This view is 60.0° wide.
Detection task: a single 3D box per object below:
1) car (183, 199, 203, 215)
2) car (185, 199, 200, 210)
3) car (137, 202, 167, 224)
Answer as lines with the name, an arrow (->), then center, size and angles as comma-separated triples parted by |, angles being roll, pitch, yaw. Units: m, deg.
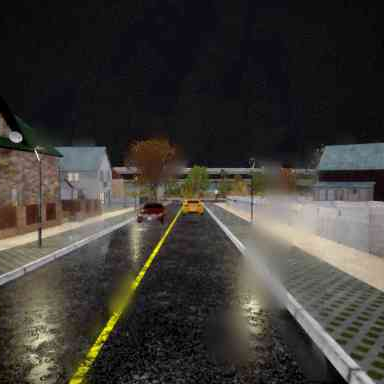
car -> 0.098, 1.471, 33.459 | 1.882, 1.535, 5.008 | 0, 0, 0
car -> 0.097, 1.602, 44.017 | 1.895, 1.301, 4.718 | 0, 0, 1
car -> -2.844, 1.518, 24.680 | 1.812, 1.442, 4.674 | 0, 0, 0
